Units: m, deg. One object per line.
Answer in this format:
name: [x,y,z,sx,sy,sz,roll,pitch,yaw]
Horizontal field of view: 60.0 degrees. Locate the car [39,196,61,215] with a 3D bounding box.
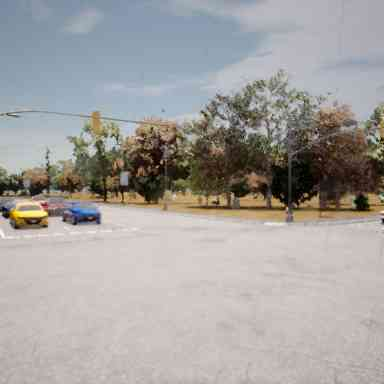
car: [-12.948,1.328,31.878,2.097,1.767,4.553,0,0,-33]

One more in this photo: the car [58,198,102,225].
car: [-8.064,1.464,24.184,1.882,1.535,5.008,0,0,-32]

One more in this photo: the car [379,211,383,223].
car: [15.166,1.554,23.391,4.718,1.301,1.895,0,0,-35]

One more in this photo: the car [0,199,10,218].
car: [-15.739,1.584,29.756,1.895,1.301,4.718,0,0,-33]

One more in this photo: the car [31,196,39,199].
car: [-18.531,1.295,40.497,2.097,1.767,4.553,0,0,-33]

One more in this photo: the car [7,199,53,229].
car: [-10.758,1.471,21.901,1.882,1.535,5.008,0,0,-32]

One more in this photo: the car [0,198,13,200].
car: [-21.133,1.457,38.092,1.837,1.490,4.892,0,0,-34]
